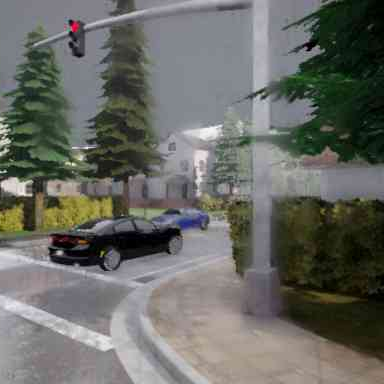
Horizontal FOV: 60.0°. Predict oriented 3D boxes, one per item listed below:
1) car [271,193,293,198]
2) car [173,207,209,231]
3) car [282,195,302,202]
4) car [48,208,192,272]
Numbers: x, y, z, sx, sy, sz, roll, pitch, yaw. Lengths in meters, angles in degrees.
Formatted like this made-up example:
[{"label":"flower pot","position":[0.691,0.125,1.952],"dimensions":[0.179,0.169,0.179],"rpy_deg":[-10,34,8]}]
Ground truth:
[{"label":"car","position":[19.773,1.216,71.348],"dimensions":[3.866,1.878,1.905],"rpy_deg":[0,0,35]},{"label":"car","position":[-0.705,1.595,19.327],"dimensions":[1.812,1.442,4.674],"rpy_deg":[0,0,35]},{"label":"car","position":[22.173,1.498,73.729],"dimensions":[3.806,1.475,1.970],"rpy_deg":[0,0,35]},{"label":"car","position":[-2.279,1.531,11.235],"dimensions":[1.882,1.535,5.008],"rpy_deg":[-1,-1,34]}]
